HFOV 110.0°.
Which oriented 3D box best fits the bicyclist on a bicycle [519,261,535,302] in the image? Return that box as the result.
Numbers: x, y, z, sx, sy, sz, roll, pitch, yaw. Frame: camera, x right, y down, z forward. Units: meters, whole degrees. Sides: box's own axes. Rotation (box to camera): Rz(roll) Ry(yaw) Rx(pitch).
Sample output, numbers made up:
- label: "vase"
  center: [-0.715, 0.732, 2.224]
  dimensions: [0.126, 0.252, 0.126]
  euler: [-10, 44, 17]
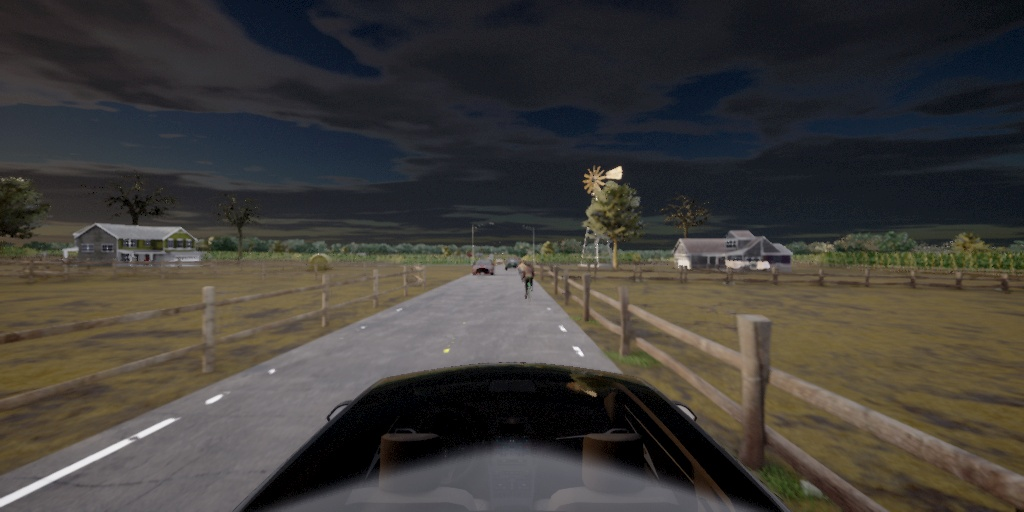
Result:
- label: "bicyclist on a bicycle"
  center: [0.754, 1.173, 15.906]
  dimensions: [0.582, 1.620, 1.656]
  euler: [0, 0, 0]

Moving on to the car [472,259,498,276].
- label: "car"
  center: [-2.845, 1.096, 36.613]
  dimensions: [2.097, 1.767, 4.553]
  euler: [0, 0, 0]

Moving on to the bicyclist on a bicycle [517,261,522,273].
- label: "bicyclist on a bicycle"
  center: [0.779, 1.162, 26.939]
  dimensions: [0.866, 1.612, 1.509]
  euler: [0, 0, 0]

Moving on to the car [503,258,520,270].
- label: "car"
  center: [0.080, 1.168, 53.853]
  dimensions: [2.097, 1.767, 4.553]
  euler: [0, -1, 0]
